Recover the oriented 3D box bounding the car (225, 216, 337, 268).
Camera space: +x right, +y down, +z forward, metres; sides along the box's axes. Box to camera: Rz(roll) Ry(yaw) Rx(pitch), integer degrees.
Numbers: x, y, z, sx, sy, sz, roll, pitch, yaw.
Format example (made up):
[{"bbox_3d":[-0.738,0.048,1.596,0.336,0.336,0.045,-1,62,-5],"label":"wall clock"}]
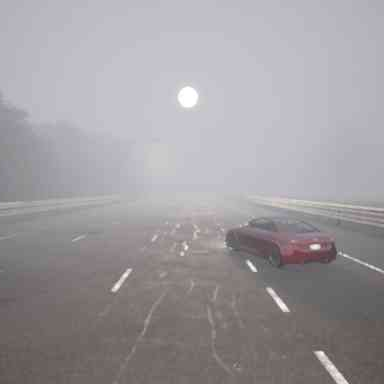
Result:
[{"bbox_3d":[2.765,1.495,11.207,1.994,1.385,4.181,0,0,-20],"label":"car"}]
